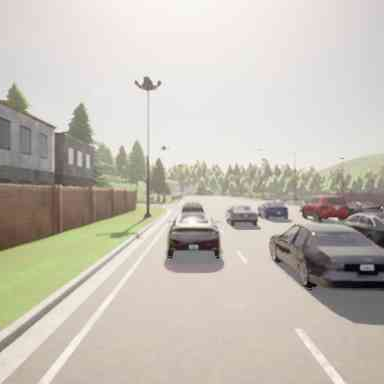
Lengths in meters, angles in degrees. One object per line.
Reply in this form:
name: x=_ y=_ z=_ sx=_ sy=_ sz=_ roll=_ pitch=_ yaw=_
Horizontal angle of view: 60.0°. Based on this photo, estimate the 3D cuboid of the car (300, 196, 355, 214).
car: x=10.557 y=1.300 z=26.799 sx=2.150 sy=2.045 sz=5.566 roll=0 pitch=0 yaw=0

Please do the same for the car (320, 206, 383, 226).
car: x=7.068 y=1.529 z=12.913 sx=2.128 sy=1.511 sz=4.902 roll=0 pitch=0 yaw=0

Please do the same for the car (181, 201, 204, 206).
car: x=0.069 y=1.561 z=29.507 sx=1.882 sy=1.535 sz=5.008 roll=0 pitch=0 yaw=0

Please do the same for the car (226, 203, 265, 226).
car: x=3.538 y=1.616 z=24.207 sx=2.033 sy=1.411 sz=5.357 roll=0 pitch=0 yaw=0

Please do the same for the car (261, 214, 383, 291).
car: x=3.543 y=1.574 z=9.207 sx=2.033 sy=1.411 sz=5.357 roll=0 pitch=0 yaw=0

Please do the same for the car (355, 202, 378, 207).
car: x=14.063 y=1.571 z=27.944 sx=2.128 sy=1.511 sz=4.902 roll=0 pitch=0 yaw=0

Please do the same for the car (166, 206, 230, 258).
car: x=0.068 y=1.529 z=12.926 sx=2.128 sy=1.511 sz=4.902 roll=0 pitch=0 yaw=0

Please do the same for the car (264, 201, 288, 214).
car: x=7.069 y=1.561 z=29.514 sx=1.882 sy=1.535 sz=5.008 roll=0 pitch=0 yaw=0
